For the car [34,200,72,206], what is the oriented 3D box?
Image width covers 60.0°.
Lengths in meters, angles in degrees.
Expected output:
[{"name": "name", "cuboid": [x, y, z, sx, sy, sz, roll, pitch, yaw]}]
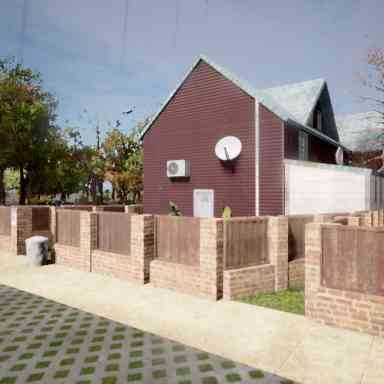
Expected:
[{"name": "car", "cuboid": [-13.797, 1.581, 31.978, 1.837, 1.490, 4.892, 0, 0, 36]}]
